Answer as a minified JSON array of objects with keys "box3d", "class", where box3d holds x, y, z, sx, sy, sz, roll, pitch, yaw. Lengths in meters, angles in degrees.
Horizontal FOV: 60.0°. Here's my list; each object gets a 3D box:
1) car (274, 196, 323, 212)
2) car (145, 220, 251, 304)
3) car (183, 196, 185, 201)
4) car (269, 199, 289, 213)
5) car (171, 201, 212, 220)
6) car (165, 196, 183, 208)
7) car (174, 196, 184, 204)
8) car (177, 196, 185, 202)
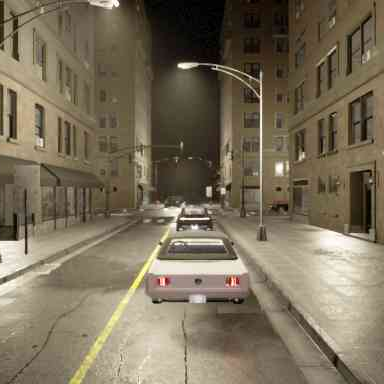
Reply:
[{"box3d":[12.277,1.353,38.548,5.009,1.841,2.192,0,0,0],"class":"car"},{"box3d":[0.106,1.602,8.087,1.895,1.301,4.718,0,0,0],"class":"car"},{"box3d":[-2.812,1.553,58.883,2.128,1.511,4.902,0,0,0],"class":"car"},{"box3d":[10.895,1.520,36.008,4.902,1.511,2.128,0,0,0],"class":"car"},{"box3d":[0.111,1.499,18.308,2.128,1.511,4.902,0,0,-1],"class":"car"},{"box3d":[-2.831,1.398,48.992,2.097,1.767,4.553,0,0,0],"class":"car"},{"box3d":[-2.732,1.585,69.319,1.837,1.490,4.892,0,0,0],"class":"car"},{"box3d":[-2.727,1.590,80.459,1.812,1.442,4.674,0,0,0],"class":"car"}]
